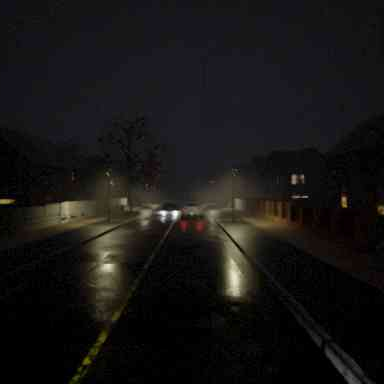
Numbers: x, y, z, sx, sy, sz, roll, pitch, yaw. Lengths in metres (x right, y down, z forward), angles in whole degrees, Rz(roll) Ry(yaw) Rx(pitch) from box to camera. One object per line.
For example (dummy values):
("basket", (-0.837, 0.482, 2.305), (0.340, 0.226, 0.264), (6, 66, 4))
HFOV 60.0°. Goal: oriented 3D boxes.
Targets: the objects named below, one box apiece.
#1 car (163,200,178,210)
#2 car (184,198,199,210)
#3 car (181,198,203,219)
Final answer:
("car", (-2.896, 1.730, 44.582), (1.895, 1.301, 4.718), (0, 0, -1))
("car", (-0.139, 1.608, 45.164), (1.882, 1.535, 5.008), (0, 0, -1))
("car", (-0.007, 1.580, 29.946), (1.812, 1.442, 4.674), (0, 0, 0))
